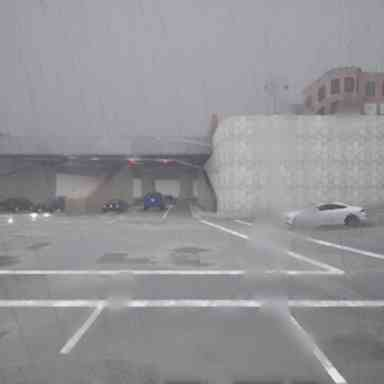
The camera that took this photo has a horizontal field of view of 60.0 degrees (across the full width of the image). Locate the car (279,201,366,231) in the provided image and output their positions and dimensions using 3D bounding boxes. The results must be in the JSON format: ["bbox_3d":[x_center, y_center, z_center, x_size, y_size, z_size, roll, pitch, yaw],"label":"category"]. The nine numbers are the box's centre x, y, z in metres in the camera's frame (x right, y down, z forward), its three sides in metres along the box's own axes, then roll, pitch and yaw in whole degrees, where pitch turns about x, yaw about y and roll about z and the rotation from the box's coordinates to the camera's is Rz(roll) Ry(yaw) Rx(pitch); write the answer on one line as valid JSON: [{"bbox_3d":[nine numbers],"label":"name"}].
[{"bbox_3d":[7.356,1.292,18.925,4.674,1.442,1.812,-4,1,1],"label":"car"}]

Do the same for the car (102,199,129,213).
[{"bbox_3d":[-7.740,1.390,34.047,2.033,1.411,5.357,0,0,-1],"label":"car"}]

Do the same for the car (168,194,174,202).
[{"bbox_3d":[-4.842,1.183,66.910,2.128,1.511,4.902,0,0,7],"label":"car"}]

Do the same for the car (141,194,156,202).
[{"bbox_3d":[-8.510,1.201,65.725,1.837,1.490,4.892,0,0,5],"label":"car"}]

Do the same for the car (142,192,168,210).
[{"bbox_3d":[-4.349,1.041,39.051,2.150,2.045,5.566,0,0,-1],"label":"car"}]

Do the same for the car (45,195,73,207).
[{"bbox_3d":[-18.753,1.274,47.088,2.128,1.511,4.902,0,0,-1],"label":"car"}]

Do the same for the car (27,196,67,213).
[{"bbox_3d":[-14.923,1.385,35.140,2.033,1.411,5.357,0,0,-2],"label":"car"}]

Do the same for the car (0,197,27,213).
[{"bbox_3d":[-18.411,1.317,34.726,1.882,1.535,5.008,0,0,-2],"label":"car"}]
